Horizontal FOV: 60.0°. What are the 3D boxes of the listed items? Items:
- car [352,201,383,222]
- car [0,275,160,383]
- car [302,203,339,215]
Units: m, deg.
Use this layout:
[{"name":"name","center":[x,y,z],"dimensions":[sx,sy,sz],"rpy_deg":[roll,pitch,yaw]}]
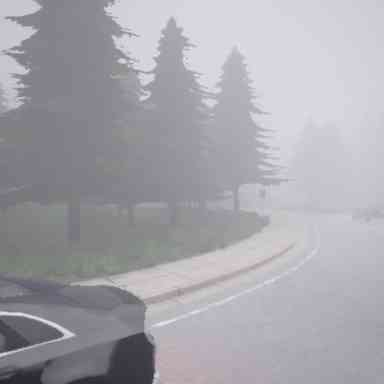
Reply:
[{"name":"car","center":[14.963,1.506,27.706],"dimensions":[2.097,1.767,4.553],"rpy_deg":[-1,-1,9]},{"name":"car","center":[-2.585,1.538,2.453],"dimensions":[4.902,1.511,2.128],"rpy_deg":[0,-1,-38]},{"name":"car","center":[14.412,1.853,37.758],"dimensions":[1.895,1.301,4.718],"rpy_deg":[0,-1,-12]}]
